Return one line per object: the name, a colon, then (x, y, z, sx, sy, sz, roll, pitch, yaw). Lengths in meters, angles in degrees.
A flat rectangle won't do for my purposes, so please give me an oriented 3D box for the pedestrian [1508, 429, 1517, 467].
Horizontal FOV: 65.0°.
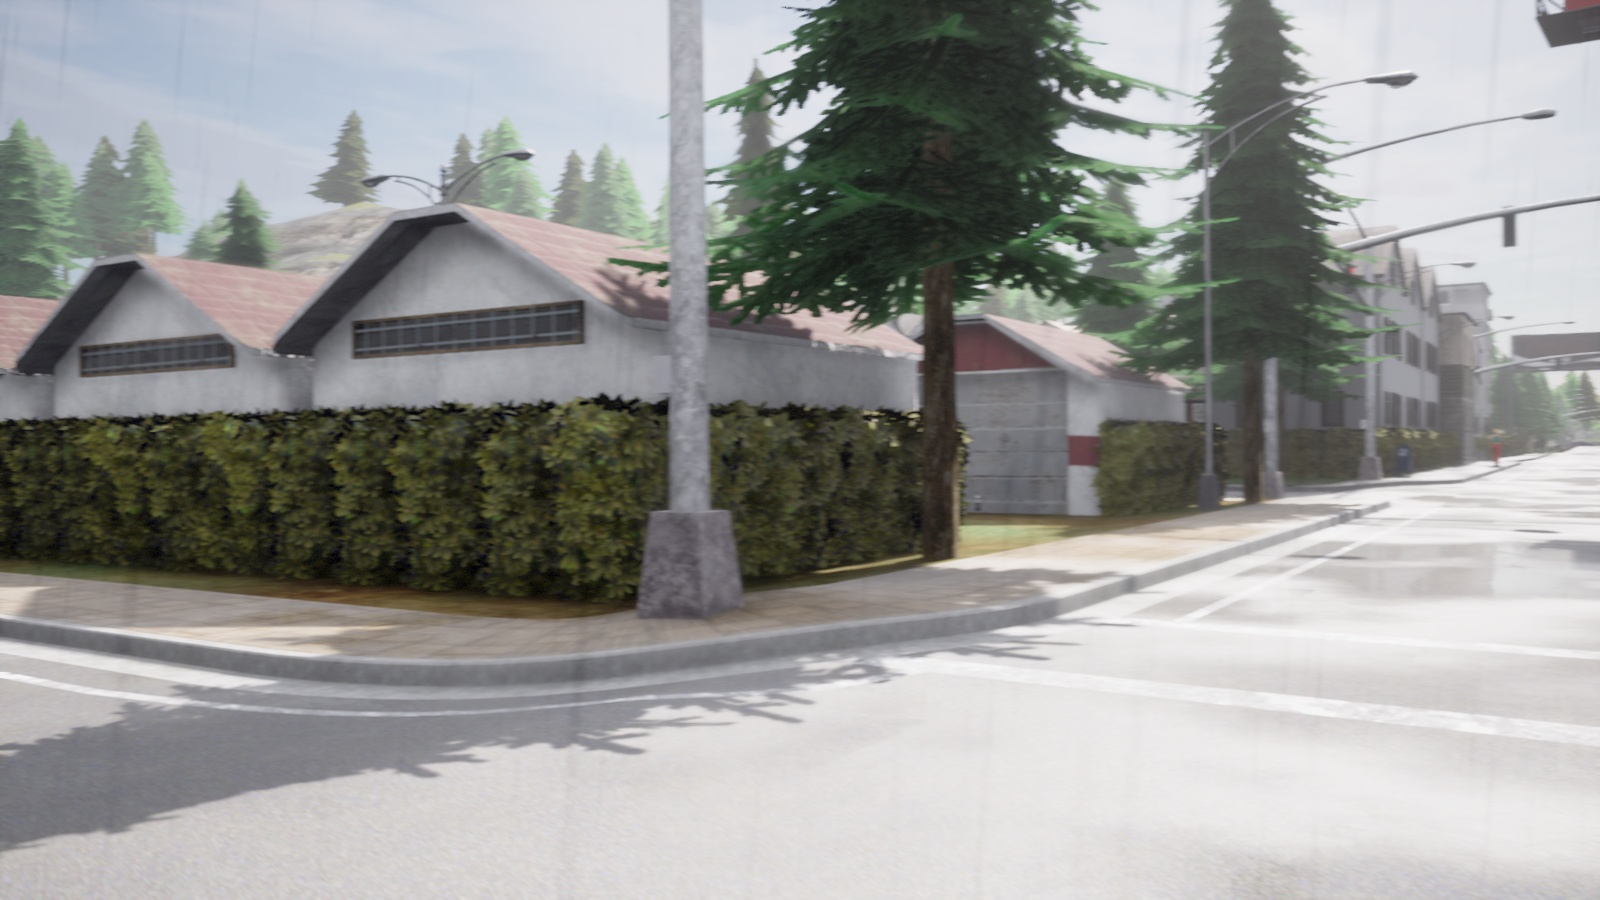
pedestrian: (34.060, -0.098, 60.025, 0.345, 1.836, 0.594, 0, 0, 33)
